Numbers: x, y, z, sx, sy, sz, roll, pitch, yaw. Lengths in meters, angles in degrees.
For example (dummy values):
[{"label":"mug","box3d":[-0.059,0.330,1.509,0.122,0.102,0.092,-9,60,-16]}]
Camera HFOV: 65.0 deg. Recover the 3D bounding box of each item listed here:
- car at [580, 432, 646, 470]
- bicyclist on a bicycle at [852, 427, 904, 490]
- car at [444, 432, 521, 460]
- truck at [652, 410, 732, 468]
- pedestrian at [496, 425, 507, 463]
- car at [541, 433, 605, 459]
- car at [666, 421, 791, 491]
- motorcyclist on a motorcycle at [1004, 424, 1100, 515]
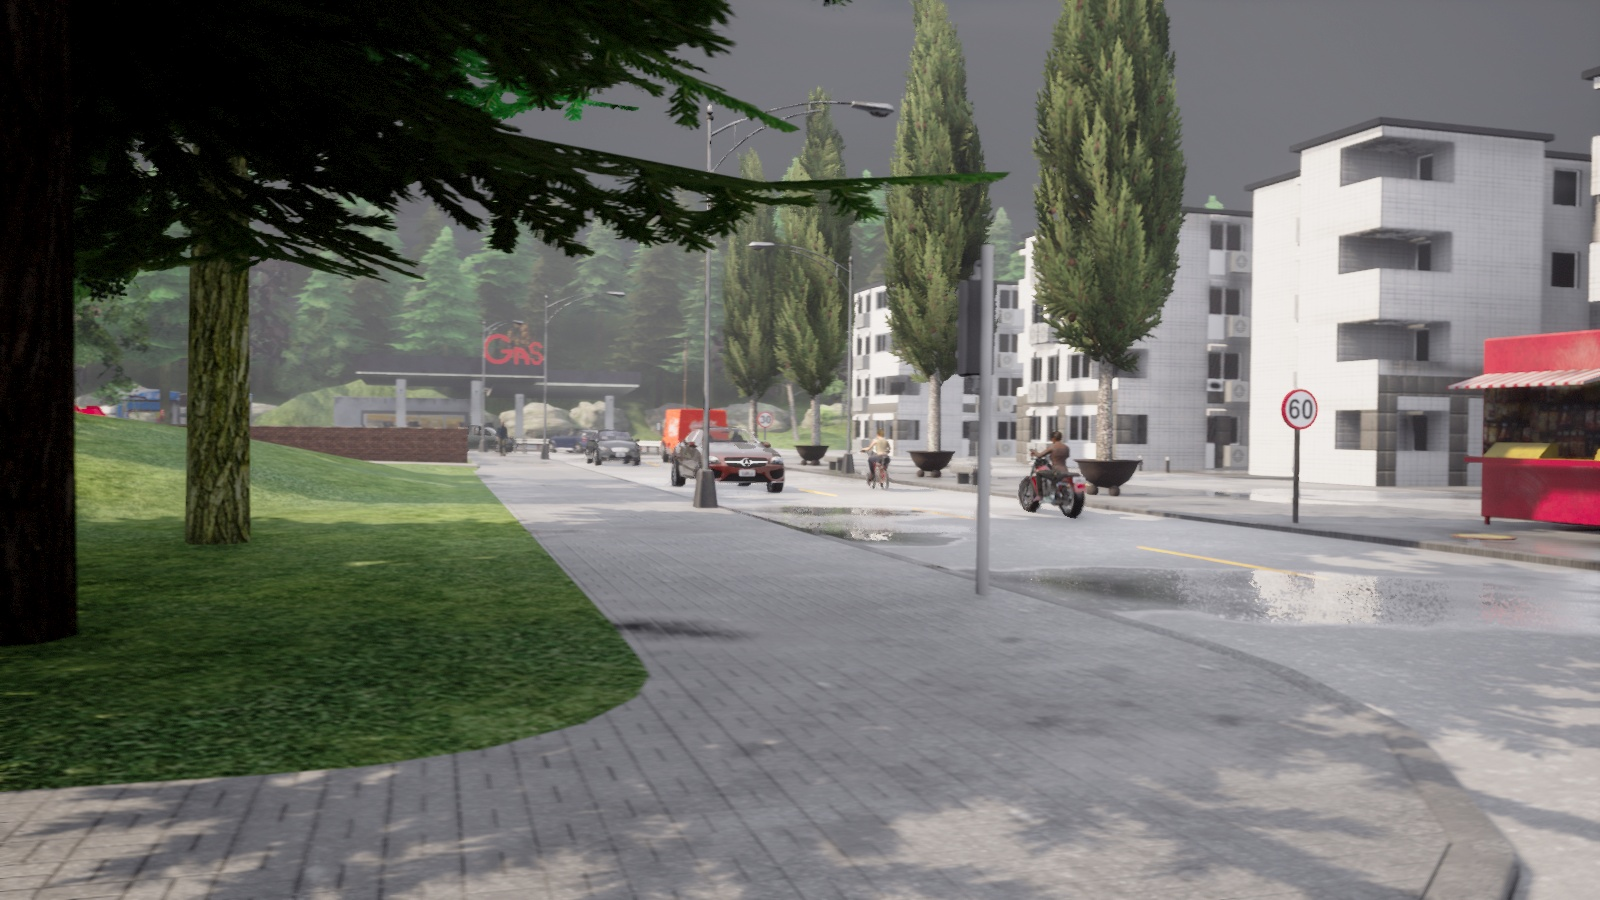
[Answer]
[{"label":"car","box3d":[-7.944,0.020,52.985,2.128,1.511,4.902,-1,1,-16]},{"label":"bicyclist on a bicycle","box3d":[2.048,0.213,33.208,0.866,1.612,1.509,-1,1,-17]},{"label":"car","box3d":[-18.731,-0.263,74.188,3.988,1.617,1.851,0,1,5]},{"label":"truck","box3d":[-4.999,-0.513,57.136,2.627,2.467,5.204,-1,1,-16]},{"label":"pedestrian","box3d":[-14.523,-0.292,61.141,0.402,1.842,0.726,-1,1,-23]},{"label":"car","box3d":[-13.842,-0.261,76.502,3.705,1.549,1.789,0,1,38]},{"label":"car","box3d":[-1.968,0.100,32.596,2.152,1.651,5.027,-1,1,-16]},{"label":"motorcyclist on a motorcycle","box3d":[4.765,0.343,23.933,0.766,1.649,2.350,-1,1,-17]}]
